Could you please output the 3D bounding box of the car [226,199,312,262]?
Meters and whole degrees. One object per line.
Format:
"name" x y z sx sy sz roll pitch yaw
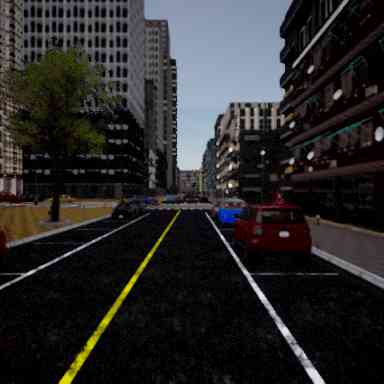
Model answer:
"car" 2.691 1.322 12.095 2.192 1.841 5.009 0 0 0

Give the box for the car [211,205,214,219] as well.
"car" 2.697 1.458 28.748 1.967 1.590 4.097 0 0 0

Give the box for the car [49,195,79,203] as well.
"car" -22.013 1.169 57.111 4.829 1.417 1.752 1 -1 -1

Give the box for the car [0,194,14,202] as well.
"car" -33.077 1.019 56.901 4.206 1.307 1.802 1 -1 -1

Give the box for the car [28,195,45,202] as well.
"car" -27.458 1.108 56.963 4.313 1.339 1.947 1 -1 -1

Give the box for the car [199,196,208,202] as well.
"car" 2.713 1.624 73.639 1.947 1.339 4.313 0 0 0

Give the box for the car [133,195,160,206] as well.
"car" -7.159 1.268 51.482 4.553 1.767 2.097 1 0 -1

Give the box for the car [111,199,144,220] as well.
"car" -5.683 1.584 28.750 1.947 1.339 4.313 0 0 0

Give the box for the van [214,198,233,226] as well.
"van" 2.695 1.355 23.198 1.690 1.788 3.998 0 0 0

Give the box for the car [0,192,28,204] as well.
"car" -27.353 0.877 48.588 5.009 1.841 2.192 1 -1 -1

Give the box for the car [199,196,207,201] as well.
"car" 2.715 1.613 83.606 1.887 1.381 4.507 0 0 0

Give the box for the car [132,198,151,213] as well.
"car" -5.681 1.588 33.996 1.947 1.339 4.313 0 0 0

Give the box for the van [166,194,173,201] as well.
"van" -5.666 1.410 83.608 1.690 1.788 3.998 0 0 0

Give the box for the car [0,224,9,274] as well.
"car" -5.691 1.319 6.546 2.192 1.841 5.009 0 0 0
